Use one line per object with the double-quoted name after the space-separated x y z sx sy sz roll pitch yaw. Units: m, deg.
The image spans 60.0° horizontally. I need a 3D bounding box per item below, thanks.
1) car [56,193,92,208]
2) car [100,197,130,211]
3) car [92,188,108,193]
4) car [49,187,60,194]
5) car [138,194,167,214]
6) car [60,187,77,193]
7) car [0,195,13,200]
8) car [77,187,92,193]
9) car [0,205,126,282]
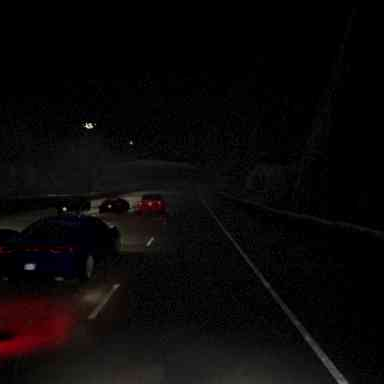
-10.400 1.091 29.578 1.837 1.490 4.892 0 1 0 "car"
-6.900 1.144 29.903 1.994 1.385 4.181 0 1 0 "car"
-20.984 -0.350 77.239 1.895 1.301 4.718 0 2 0 "car"
-31.484 -0.421 77.268 2.128 1.511 4.902 0 2 0 "car"
-3.401 0.945 29.169 2.097 1.767 4.553 0 1 0 "car"
-27.984 -0.421 77.268 2.128 1.511 4.902 0 2 0 "car"
-21.090 1.014 35.409 2.033 1.411 5.357 0 1 0 "car"
-24.484 -0.446 77.266 1.837 1.490 4.892 0 2 0 "car"
-3.415 1.380 9.500 1.882 1.535 5.008 0 1 0 "car"
